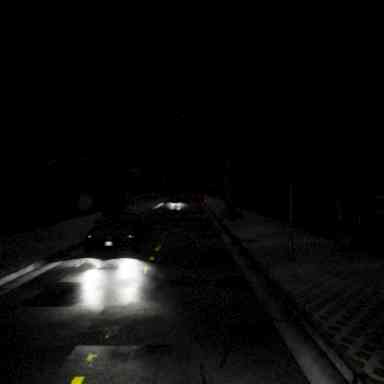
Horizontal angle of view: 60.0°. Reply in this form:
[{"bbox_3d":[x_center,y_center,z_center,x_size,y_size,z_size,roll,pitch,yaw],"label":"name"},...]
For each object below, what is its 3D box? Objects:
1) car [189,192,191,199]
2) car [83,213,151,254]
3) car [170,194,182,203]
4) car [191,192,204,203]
[{"bbox_3d":[0.215,0.812,75.942,2.033,1.411,5.357,0,1,0],"label":"car"},{"bbox_3d":[-2.813,1.536,13.237,1.994,1.385,4.181,0,0,0],"label":"car"},{"bbox_3d":[-2.649,1.068,55.862,2.128,1.511,4.902,0,1,1],"label":"car"},{"bbox_3d":[1.127,1.079,58.014,1.812,1.442,4.674,0,1,0],"label":"car"}]
